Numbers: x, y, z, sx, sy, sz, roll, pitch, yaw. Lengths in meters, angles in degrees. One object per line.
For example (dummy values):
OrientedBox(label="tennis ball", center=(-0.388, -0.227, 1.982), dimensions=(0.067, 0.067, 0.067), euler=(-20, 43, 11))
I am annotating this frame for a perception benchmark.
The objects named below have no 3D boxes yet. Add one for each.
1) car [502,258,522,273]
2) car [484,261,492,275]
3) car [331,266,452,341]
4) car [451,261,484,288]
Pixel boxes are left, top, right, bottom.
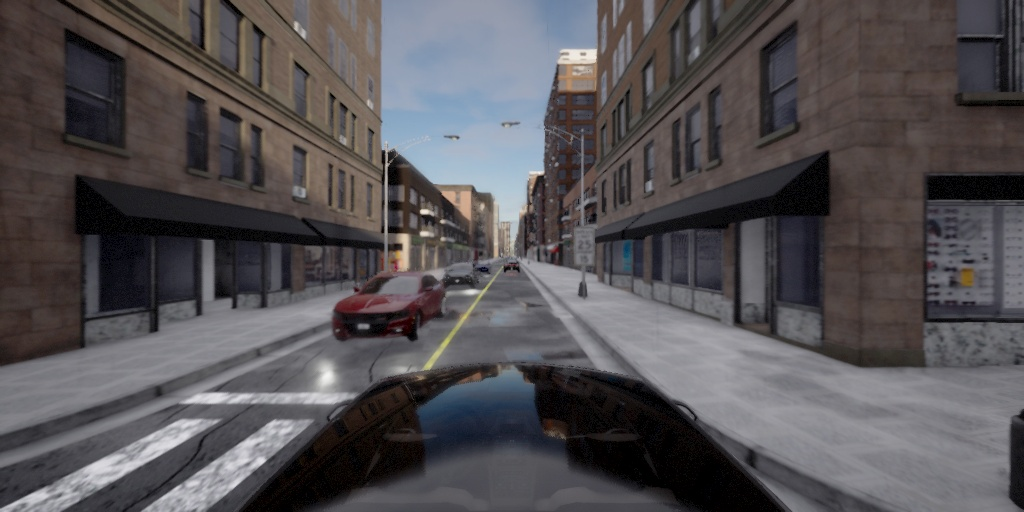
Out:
OrientedBox(label="car", center=(-0.008, 1.055, 40.253), dimensions=(1.837, 1.490, 4.892), euler=(0, 0, 0))
OrientedBox(label="car", center=(-3.081, 1.170, 36.290), dimensions=(1.895, 1.301, 4.718), euler=(0, 0, 0))
OrientedBox(label="car", center=(-3.096, 1.187, 9.972), dimensions=(1.882, 1.535, 5.008), euler=(0, 0, 0))
OrientedBox(label="car", center=(-3.097, 1.147, 22.711), dimensions=(1.837, 1.490, 4.892), euler=(0, 0, 0))
